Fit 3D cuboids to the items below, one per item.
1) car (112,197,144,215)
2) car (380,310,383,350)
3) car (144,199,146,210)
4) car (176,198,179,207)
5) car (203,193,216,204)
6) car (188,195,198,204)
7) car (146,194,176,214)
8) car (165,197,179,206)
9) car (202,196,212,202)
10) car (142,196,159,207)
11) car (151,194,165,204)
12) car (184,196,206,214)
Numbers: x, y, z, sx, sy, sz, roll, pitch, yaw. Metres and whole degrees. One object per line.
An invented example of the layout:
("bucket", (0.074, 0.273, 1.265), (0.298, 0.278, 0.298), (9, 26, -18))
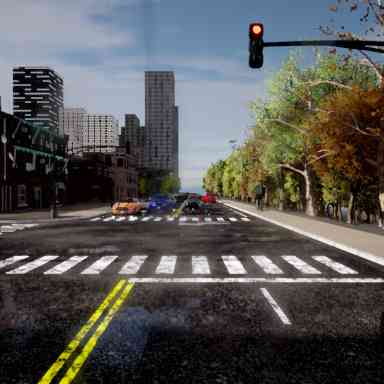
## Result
("car", (-6.557, 1.342, 33.717), (2.097, 1.767, 4.553), (0, 0, 1))
("car", (3.356, 1.491, 2.379), (2.128, 1.511, 4.902), (0, 0, 0))
("car", (-6.501, 1.586, 42.703), (1.895, 1.301, 4.718), (0, 0, 0))
("car", (-3.241, 1.336, 45.558), (2.097, 1.767, 4.553), (0, 0, 0))
("car", (3.474, 1.197, 65.326), (2.150, 2.045, 5.566), (0, 0, 1))
("car", (0.226, 1.453, 65.729), (1.882, 1.535, 5.008), (0, 0, 0))
("car", (-3.269, 1.210, 35.866), (2.150, 2.045, 5.566), (0, 0, 0))
("car", (-3.228, 1.581, 54.899), (1.895, 1.301, 4.718), (0, 0, 0))
("car", (3.400, 1.522, 75.910), (1.994, 1.385, 4.181), (0, 0, 0))
("car", (-6.483, 1.473, 52.707), (2.128, 1.511, 4.902), (0, 0, 0))
("car", (-6.432, 1.328, 62.762), (2.097, 1.767, 4.553), (0, 0, 1))
("car", (0.149, 1.481, 35.867), (2.128, 1.511, 4.902), (0, 0, 0))
